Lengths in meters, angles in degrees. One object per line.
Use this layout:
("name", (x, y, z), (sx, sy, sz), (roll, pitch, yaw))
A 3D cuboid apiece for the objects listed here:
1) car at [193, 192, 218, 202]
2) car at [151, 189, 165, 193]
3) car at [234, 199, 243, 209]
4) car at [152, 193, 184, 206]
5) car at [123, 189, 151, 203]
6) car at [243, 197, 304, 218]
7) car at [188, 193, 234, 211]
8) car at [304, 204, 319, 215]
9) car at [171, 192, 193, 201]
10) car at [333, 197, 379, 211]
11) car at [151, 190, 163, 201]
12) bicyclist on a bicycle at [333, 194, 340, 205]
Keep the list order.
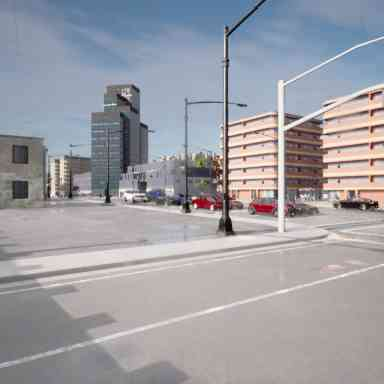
("car", (2.468, 0.894, 61.315), (2.128, 1.511, 4.902), (0, 1, -34))
("car", (-7.565, 0.334, 69.601), (2.150, 2.045, 5.566), (0, 1, -34))
("car", (4.148, 1.256, 39.910), (1.812, 1.442, 4.674), (0, 1, -34))
("car", (-3.156, 1.157, 44.400), (1.994, 1.385, 4.181), (0, 1, -34))
("car", (-9.121, 0.627, 53.177), (2.150, 2.045, 5.566), (0, 1, -33))
("car", (7.115, 1.231, 29.382), (2.097, 1.767, 4.553), (0, 1, -34))
("car", (1.968, 1.229, 36.891), (1.882, 1.535, 5.008), (0, 1, -34))
("car", (9.496, 1.413, 32.090), (2.033, 1.411, 5.357), (0, 1, -35))
("car", (-1.907, 0.862, 61.431), (1.837, 1.490, 4.892), (0, 1, -34))
("car", (18.536, 1.357, 37.778), (2.128, 1.511, 4.902), (0, 1, -34))
("car", (-7.294, 0.877, 56.725), (1.837, 1.490, 4.892), (0, 1, -34))
("bicyclist on a bicycle", (19.984, 1.094, 45.971), (1.656, 1.620, 0.582), (0, 1, -34))
